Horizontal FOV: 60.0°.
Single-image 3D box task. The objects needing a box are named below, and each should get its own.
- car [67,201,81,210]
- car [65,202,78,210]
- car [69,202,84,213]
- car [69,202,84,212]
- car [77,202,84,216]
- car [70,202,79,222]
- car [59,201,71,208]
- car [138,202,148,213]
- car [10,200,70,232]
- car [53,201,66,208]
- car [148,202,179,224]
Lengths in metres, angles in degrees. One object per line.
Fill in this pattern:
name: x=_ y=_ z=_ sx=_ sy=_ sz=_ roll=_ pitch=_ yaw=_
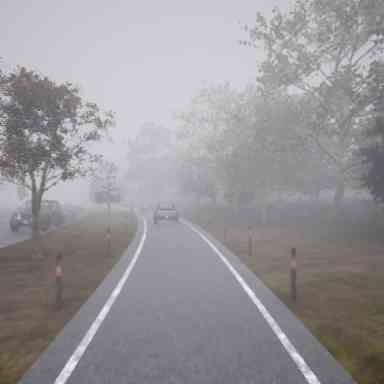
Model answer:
car: x=-21.424 y=2.499 z=60.392 sx=2.097 sy=1.535 sz=5.008 roll=0 pitch=-2 yaw=-23
car: x=-24.009 y=2.655 z=66.063 sx=2.002 sy=1.452 sz=4.674 roll=0 pitch=-1 yaw=-25
car: x=-17.052 y=2.254 z=49.184 sx=2.097 sy=1.535 sz=5.008 roll=0 pitch=-1 yaw=-19
car: x=-19.224 y=2.375 z=55.125 sx=2.231 sy=1.521 sz=4.892 roll=0 pitch=-1 yaw=-21
car: x=-12.567 y=1.982 z=33.785 sx=2.231 sy=1.521 sz=4.892 roll=2 pitch=-2 yaw=-12
car: x=-11.409 y=1.891 z=28.316 sx=2.231 sy=1.521 sz=4.892 roll=2 pitch=-2 yaw=-11
car: x=-28.848 y=2.792 z=75.420 sx=2.097 sy=1.535 sz=5.008 roll=-2 pitch=-1 yaw=-27
car: x=-5.795 y=1.921 z=42.665 sx=1.895 sy=1.301 sz=4.718 roll=-1 pitch=-1 yaw=-16
car: x=-10.432 y=1.549 z=22.780 sx=2.435 sy=2.045 sz=5.566 roll=2 pitch=-2 yaw=-9
car: x=-32.104 y=2.971 z=80.627 sx=2.002 sy=1.452 sz=4.674 roll=1 pitch=-1 yaw=-33
car: x=-2.152 y=1.608 z=26.221 sx=2.128 sy=1.511 sz=4.902 roll=0 pitch=0 yaw=-9
